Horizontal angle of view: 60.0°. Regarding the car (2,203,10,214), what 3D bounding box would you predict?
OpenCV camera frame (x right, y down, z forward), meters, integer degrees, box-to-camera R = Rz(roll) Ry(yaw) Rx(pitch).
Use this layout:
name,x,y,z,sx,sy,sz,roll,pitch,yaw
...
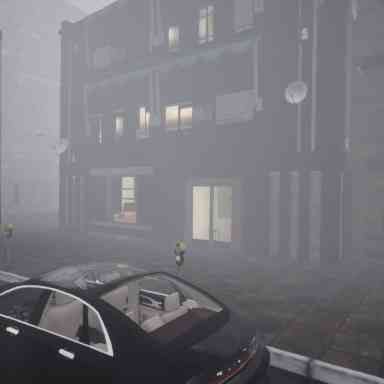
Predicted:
name,x,y,z,sx,sy,sz,roll,pitch,yaw
car,-21.544,1.623,34.882,2.008,1.369,4.403,1,0,36

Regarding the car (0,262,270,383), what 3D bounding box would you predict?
name,x,y,z,sx,sy,sz,roll,pitch,yaw
car,-1.300,1.550,3.939,4.403,1.369,2.008,0,1,35
